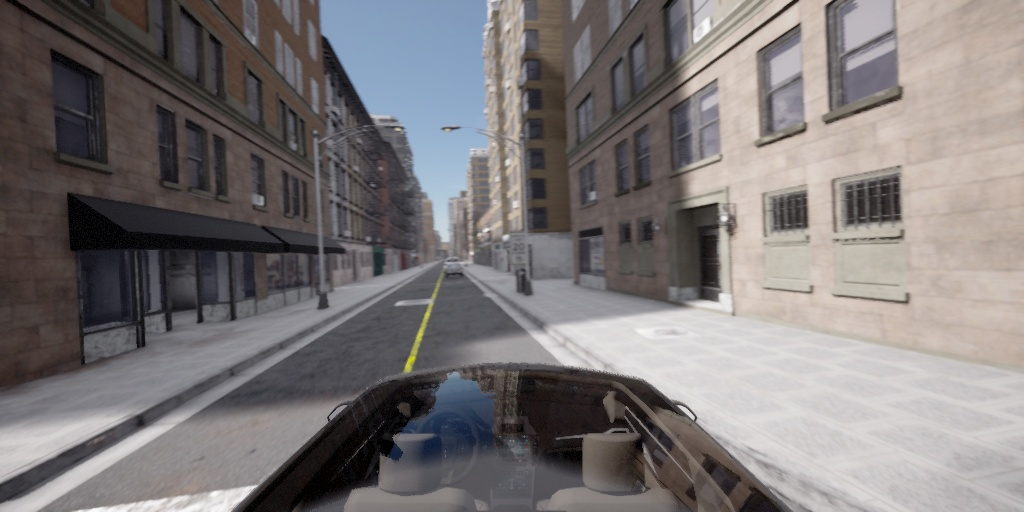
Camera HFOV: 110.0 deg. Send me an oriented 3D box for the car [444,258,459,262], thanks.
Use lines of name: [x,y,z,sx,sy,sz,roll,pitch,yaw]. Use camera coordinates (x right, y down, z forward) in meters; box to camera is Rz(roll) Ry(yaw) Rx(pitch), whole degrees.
car: [-8.243,1.268,49.780,2.150,2.045,5.566,-3,1,-10]

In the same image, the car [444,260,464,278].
car: [-6.155,1.519,38.372,2.033,1.411,5.357,-3,0,-10]
